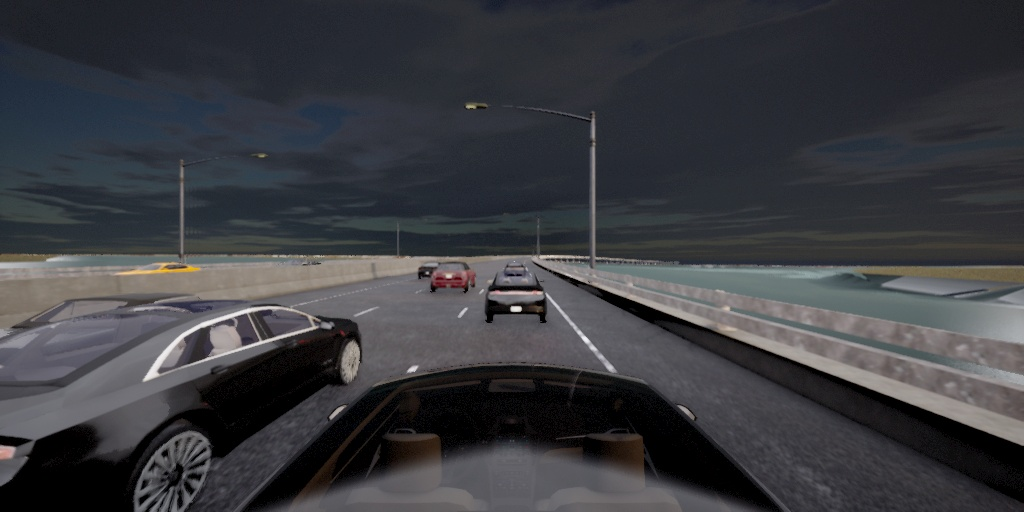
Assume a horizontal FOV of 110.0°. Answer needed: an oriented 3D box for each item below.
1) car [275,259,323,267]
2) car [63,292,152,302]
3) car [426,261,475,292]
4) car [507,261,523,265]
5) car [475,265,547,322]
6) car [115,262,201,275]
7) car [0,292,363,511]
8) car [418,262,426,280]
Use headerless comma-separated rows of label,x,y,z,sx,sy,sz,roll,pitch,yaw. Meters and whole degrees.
car,-17.372,0.977,29.360,2.128,1.511,4.902,0,0,1
car,-6.894,1.348,6.932,1.895,1.301,4.718,0,0,0
car,-3.333,1.093,21.116,2.097,1.767,4.553,0,0,0
car,0.260,1.224,31.886,2.128,1.511,4.902,0,0,1
car,0.121,1.238,12.236,2.128,1.511,4.902,0,0,0
car,-24.451,1.215,24.990,1.882,1.535,5.008,0,0,1
car,-3.395,1.240,4.060,2.128,1.511,4.902,0,0,0
car,-6.749,1.211,31.191,1.882,1.535,5.008,0,0,1
